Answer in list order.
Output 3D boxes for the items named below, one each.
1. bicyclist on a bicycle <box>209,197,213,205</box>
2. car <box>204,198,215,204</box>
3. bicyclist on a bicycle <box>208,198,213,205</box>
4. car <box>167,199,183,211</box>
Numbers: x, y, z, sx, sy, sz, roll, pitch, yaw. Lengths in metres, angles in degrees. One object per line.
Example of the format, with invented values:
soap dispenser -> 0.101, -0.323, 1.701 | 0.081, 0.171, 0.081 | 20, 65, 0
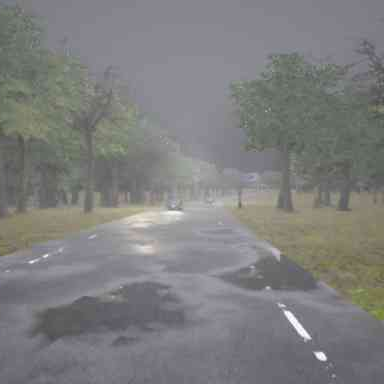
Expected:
bicyclist on a bicycle -> 3.976, 1.973, 69.623 | 0.866, 1.612, 1.509 | 0, 1, 5
car -> 4.029, 2.207, 81.199 | 1.895, 1.301, 4.718 | 0, -1, 6
bicyclist on a bicycle -> 3.297, 1.874, 61.153 | 0.866, 1.612, 1.509 | 0, -1, 4
car -> -2.286, 1.751, 45.238 | 2.128, 1.511, 4.902 | 0, -1, 3
